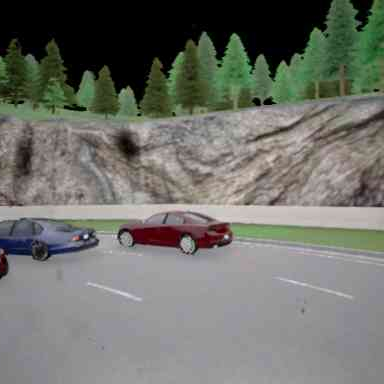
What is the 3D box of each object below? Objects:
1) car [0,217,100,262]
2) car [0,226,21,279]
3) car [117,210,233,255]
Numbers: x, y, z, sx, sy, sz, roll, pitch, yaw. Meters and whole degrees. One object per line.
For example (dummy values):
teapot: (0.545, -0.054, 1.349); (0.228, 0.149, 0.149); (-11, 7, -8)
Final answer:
car: (-6.144, 1.642, 12.167); (5.357, 1.411, 2.033); (-1, 0, 13)
car: (-6.788, 1.671, 8.375); (4.181, 1.385, 1.994); (-1, 0, 20)
car: (-0.818, 1.484, 13.291); (5.008, 1.535, 1.882); (-1, -1, 34)
